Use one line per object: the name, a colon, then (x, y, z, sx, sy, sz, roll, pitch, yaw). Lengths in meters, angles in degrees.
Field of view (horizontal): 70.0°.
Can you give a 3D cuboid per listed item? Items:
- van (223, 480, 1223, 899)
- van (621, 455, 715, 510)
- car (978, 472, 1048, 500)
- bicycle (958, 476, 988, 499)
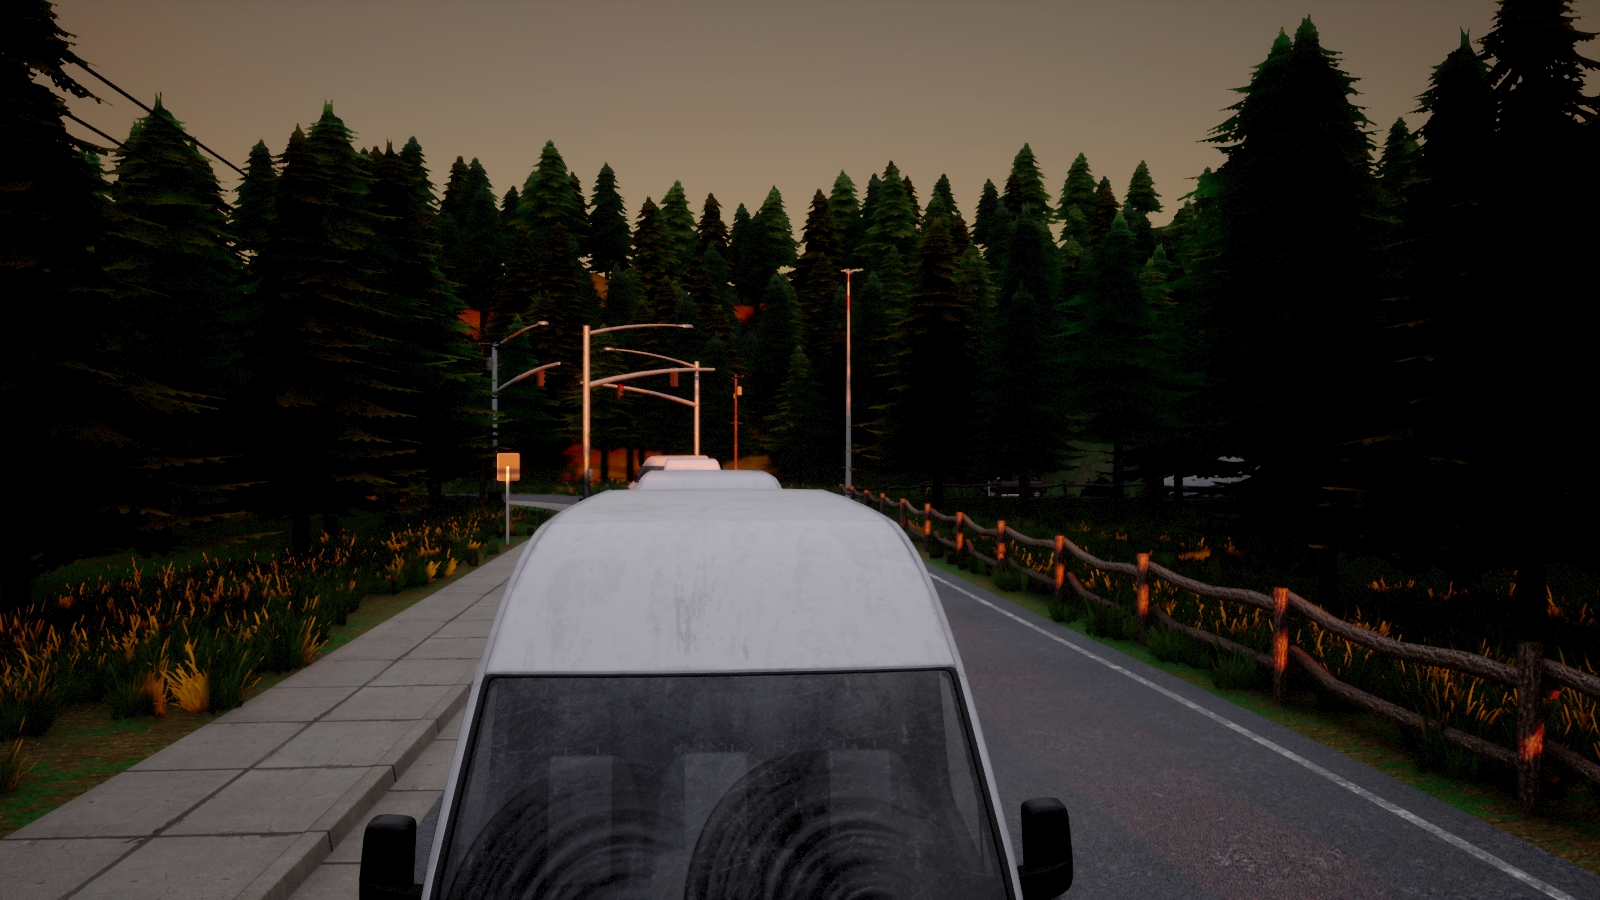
van: (-0.360, 1.499, 5.226, 1.988, 2.561, 5.915, 0, 0, -5)
van: (-6.375, 1.515, 56.025, 1.988, 2.561, 5.915, 0, 0, 22)
car: (12.149, 2.026, 65.282, 3.705, 1.549, 1.789, 0, 0, 3)
bicycle: (9.876, 2.158, 65.277, 1.487, 1.276, 0.859, 0, 0, -6)
